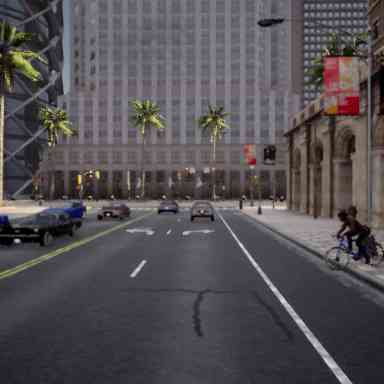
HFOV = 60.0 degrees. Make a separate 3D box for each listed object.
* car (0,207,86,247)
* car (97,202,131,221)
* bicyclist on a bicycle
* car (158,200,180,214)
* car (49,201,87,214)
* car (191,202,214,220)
[{"bbox_3d":[-6.749,1.596,15.172,1.895,1.301,4.718,0,0,2],"label":"car"},{"bbox_3d":[-6.326,1.553,27.344,1.994,1.385,4.181,0,0,2],"label":"car"},{"bbox_3d":[4.446,1.339,9.230,1.656,1.620,0.582,-8,0,1],"label":"bicyclist on a bicycle"},{"bbox_3d":[-2.425,1.549,34.956,1.994,1.385,4.181,0,0,2],"label":"car"},{"bbox_3d":[-9.873,1.468,26.063,1.882,1.535,5.008,0,0,2],"label":"car"},{"bbox_3d":[0.872,1.535,27.685,2.033,1.411,5.357,0,0,2],"label":"car"}]
